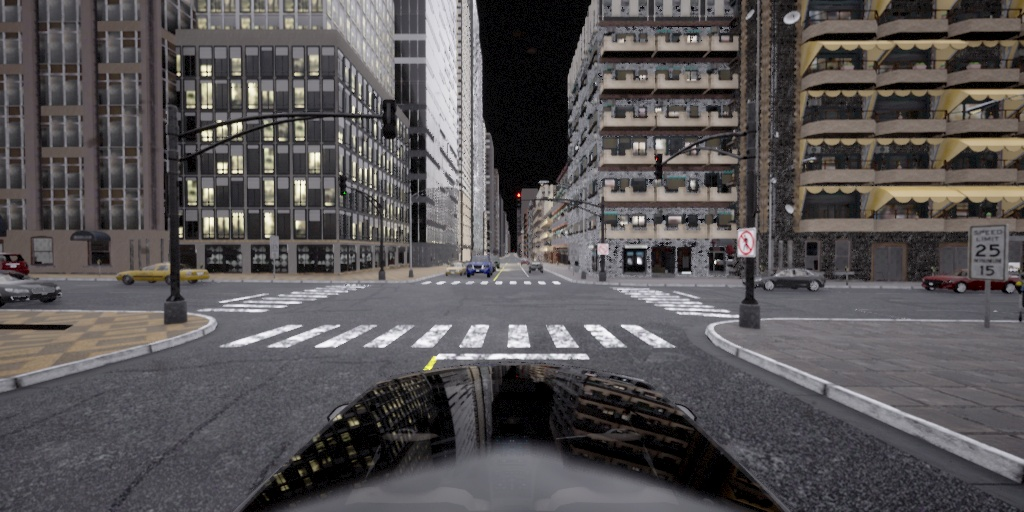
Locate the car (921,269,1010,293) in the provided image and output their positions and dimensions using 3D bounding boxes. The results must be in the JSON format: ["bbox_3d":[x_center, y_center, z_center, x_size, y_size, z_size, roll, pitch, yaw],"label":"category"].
[{"bbox_3d":[27.409,1.455,21.499,4.507,1.381,1.888,0,0,1],"label":"car"}]

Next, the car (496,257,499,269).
[{"bbox_3d":[-3.017,1.202,44.793,1.882,1.535,5.008,0,0,0],"label":"car"}]

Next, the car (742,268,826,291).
[{"bbox_3d":[16.344,1.369,21.674,4.403,1.370,2.007,0,0,1],"label":"car"}]

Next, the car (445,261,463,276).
[{"bbox_3d":[-5.629,1.254,36.361,1.751,1.417,4.829,0,0,0],"label":"car"}]

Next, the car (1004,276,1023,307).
[{"bbox_3d":[21.736,1.572,13.208,4.313,1.339,1.948,0,0,1],"label":"car"}]

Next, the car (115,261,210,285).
[{"bbox_3d":[-21.631,1.023,22.241,4.829,1.417,1.751,0,0,1],"label":"car"}]

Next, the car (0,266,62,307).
[{"bbox_3d":[-20.266,1.200,13.905,4.403,1.370,2.007,0,0,1],"label":"car"}]

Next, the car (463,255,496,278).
[{"bbox_3d":[-3.042,0.951,34.661,2.150,2.045,5.566,0,0,0],"label":"car"}]

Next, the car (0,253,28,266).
[{"bbox_3d":[-33.577,0.706,22.468,5.009,1.841,2.192,0,0,1],"label":"car"}]

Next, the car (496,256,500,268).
[{"bbox_3d":[-2.994,0.940,55.348,2.150,2.045,5.566,0,0,0],"label":"car"}]

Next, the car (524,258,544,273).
[{"bbox_3d":[2.762,1.276,42.170,2.007,1.370,4.403,0,0,0],"label":"car"}]
